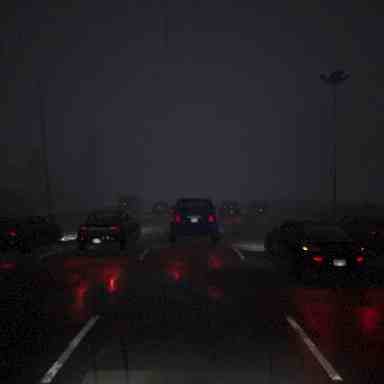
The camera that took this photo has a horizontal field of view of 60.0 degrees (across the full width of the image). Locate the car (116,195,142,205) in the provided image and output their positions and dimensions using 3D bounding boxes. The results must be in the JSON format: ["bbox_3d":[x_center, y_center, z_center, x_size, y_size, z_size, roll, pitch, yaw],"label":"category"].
[{"bbox_3d":[-6.893,1.328,36.882,2.150,2.045,5.566,0,0,0],"label":"car"}]

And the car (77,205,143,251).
[{"bbox_3d":[-3.398,1.533,14.290,2.128,1.511,4.902,0,0,0],"label":"car"}]

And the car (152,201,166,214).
[{"bbox_3d":[-3.395,1.671,37.515,1.994,1.385,4.181,0,0,0],"label":"car"}]

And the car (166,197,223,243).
[{"bbox_3d":[0.101,1.270,16.528,2.150,2.045,5.566,0,0,0],"label":"car"}]

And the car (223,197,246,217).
[{"bbox_3d":[3.606,1.584,32.615,2.128,1.511,4.902,0,0,0],"label":"car"}]

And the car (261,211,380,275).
[{"bbox_3d":[3.602,1.555,10.402,1.812,1.442,4.674,0,0,0],"label":"car"}]

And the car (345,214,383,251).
[{"bbox_3d":[7.102,1.603,13.814,1.994,1.385,4.181,0,0,0],"label":"car"}]

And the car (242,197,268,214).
[{"bbox_3d":[7.107,1.609,36.778,1.837,1.490,4.892,0,0,0],"label":"car"}]

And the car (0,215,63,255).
[{"bbox_3d":[-6.898,1.604,13.542,1.994,1.385,4.181,0,0,0],"label":"car"}]

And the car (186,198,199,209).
[{"bbox_3d":[0.112,1.667,50.100,1.812,1.442,4.674,0,0,0],"label":"car"}]
